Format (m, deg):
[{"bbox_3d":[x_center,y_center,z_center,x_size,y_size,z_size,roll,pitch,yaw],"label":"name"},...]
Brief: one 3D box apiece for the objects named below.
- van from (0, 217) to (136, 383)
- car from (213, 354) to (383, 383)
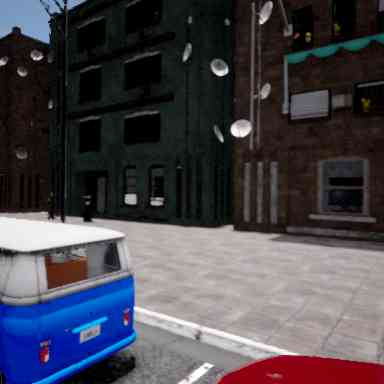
[{"bbox_3d":[-2.631,1.308,4.744,3.998,1.788,1.690,0,1,35],"label":"van"},{"bbox_3d":[1.887,1.587,1.526,4.206,1.307,1.802,0,1,35],"label":"car"}]
